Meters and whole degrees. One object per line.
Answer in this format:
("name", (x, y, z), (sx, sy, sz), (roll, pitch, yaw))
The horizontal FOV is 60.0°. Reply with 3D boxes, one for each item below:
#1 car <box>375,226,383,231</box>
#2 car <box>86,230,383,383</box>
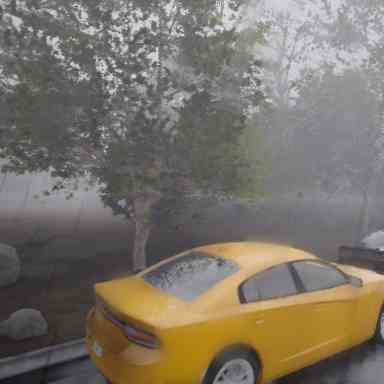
("car", (5.615, 1.506, 8.051), (5.008, 1.535, 2.097), (0, 1, -33))
("car", (1.091, 1.490, 4.816), (5.008, 1.535, 2.097), (0, 1, -33))
